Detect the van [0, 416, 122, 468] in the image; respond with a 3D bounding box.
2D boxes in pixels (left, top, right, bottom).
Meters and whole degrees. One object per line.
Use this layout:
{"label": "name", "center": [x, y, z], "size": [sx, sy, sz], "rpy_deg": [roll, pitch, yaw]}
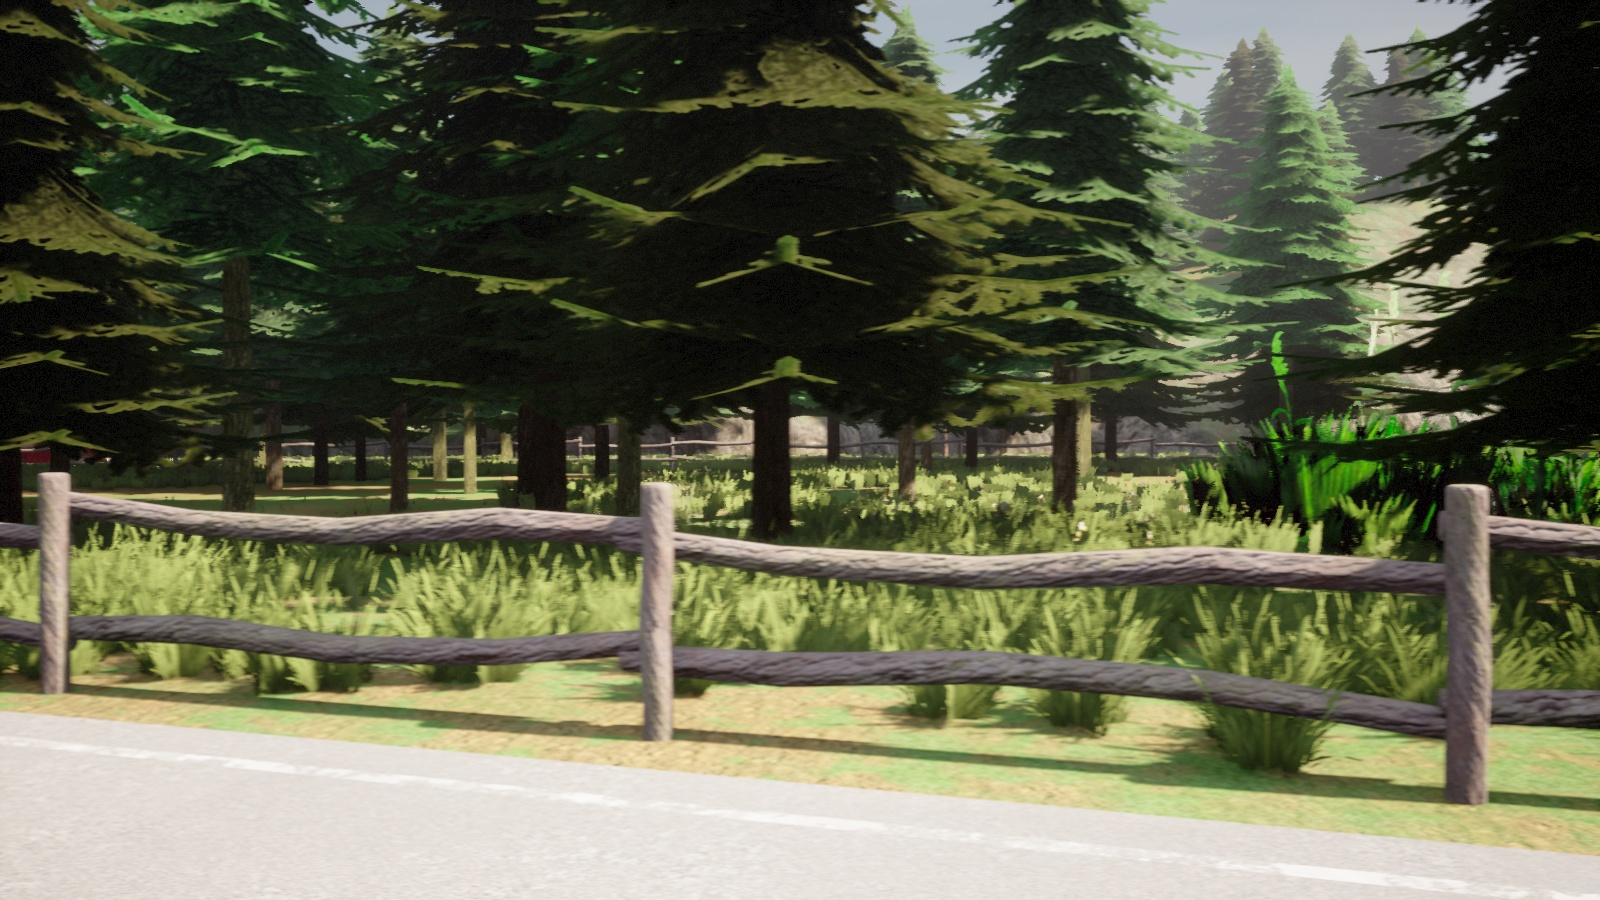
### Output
{"label": "van", "center": [-29.994, -0.335, 50.574], "size": [4.480, 2.038, 2.069], "rpy_deg": [0, 1, -22]}
